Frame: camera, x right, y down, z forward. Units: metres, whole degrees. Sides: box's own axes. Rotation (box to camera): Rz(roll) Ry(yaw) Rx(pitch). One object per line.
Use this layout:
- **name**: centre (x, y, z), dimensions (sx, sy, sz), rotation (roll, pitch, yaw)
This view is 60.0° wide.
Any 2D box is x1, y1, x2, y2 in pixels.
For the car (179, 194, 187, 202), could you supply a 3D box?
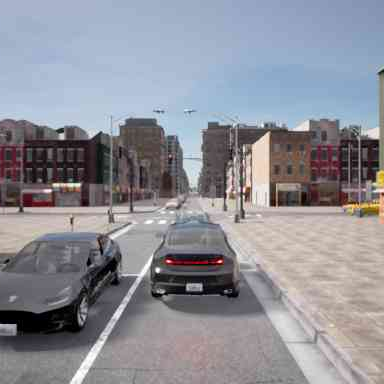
- **car**: centre (-2.537, 1.547, 67.049), dimensions (1.967, 1.590, 4.097), rotation (0, 0, 0)

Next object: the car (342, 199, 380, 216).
- **car**: centre (17.307, 1.475, 32.405), dimensions (5.008, 1.535, 1.882), rotation (0, 0, 0)

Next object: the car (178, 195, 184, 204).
- **car**: centre (-2.561, 1.604, 50.233), dimensions (1.887, 1.381, 4.507), rotation (0, 0, 0)

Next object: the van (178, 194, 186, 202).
- **van**: centre (-2.512, 1.507, 83.866), dimensions (1.690, 1.788, 3.998), rotation (0, 0, 0)

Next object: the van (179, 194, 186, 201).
- **van**: centre (-2.504, 1.529, 89.471), dimensions (1.690, 1.788, 3.998), rotation (0, 0, 0)

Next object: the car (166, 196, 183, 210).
- **car**: centre (-2.569, 1.571, 44.458), dimensions (1.752, 1.417, 4.829), rotation (0, 0, 0)

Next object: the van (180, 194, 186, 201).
- **van**: centre (-2.496, 1.551, 95.077), dimensions (1.690, 1.788, 3.998), rotation (0, 0, 0)

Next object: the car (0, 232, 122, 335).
- **car**: centre (-2.623, 1.567, 6.858), dimensions (1.947, 1.339, 4.313), rotation (0, 0, 0)

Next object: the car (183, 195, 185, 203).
- **car**: centre (-2.553, 1.655, 55.838), dimensions (1.802, 1.307, 4.206), rotation (0, 0, 0)

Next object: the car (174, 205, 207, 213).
- **car**: centre (0.054, 1.608, 17.747), dimensions (1.895, 1.301, 4.718), rotation (0, 0, 1)

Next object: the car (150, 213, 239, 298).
- **car**: centre (0.083, 1.507, 8.536), dimensions (1.837, 1.490, 4.892), rotation (0, 0, 1)
